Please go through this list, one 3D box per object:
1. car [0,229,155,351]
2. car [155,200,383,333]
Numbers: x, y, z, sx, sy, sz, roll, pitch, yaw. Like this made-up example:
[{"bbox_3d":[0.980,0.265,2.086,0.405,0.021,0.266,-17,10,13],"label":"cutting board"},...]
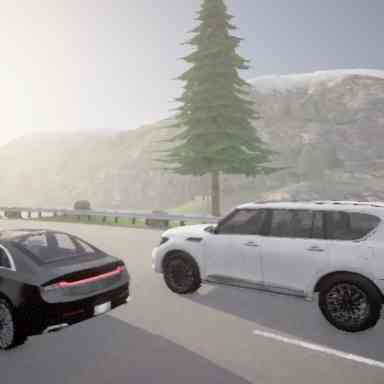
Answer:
[{"bbox_3d":[-3.319,1.441,6.112,4.902,1.511,2.128,1,0,33],"label":"car"},{"bbox_3d":[1.776,1.189,6.967,5.566,2.045,2.150,1,0,34],"label":"car"}]
